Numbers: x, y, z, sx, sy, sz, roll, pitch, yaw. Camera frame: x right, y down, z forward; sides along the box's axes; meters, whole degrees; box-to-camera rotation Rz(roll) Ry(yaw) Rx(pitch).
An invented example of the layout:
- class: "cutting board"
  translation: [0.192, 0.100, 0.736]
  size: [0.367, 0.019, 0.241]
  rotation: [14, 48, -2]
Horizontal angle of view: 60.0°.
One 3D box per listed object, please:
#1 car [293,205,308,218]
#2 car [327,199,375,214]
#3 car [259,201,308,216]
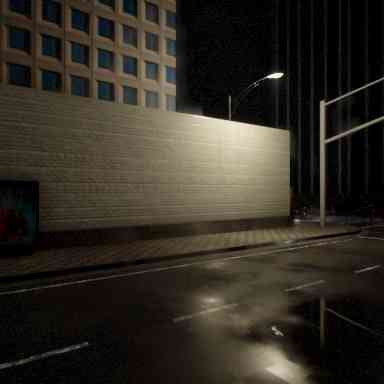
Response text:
- class: "car"
  translation: [8.138, 1.581, 29.990]
  size: [1.812, 1.442, 4.674]
  rotation: [0, 0, -36]
- class: "car"
  translation: [17.055, 1.560, 35.916]
  size: [1.837, 1.490, 4.892]
  rotation: [0, 0, -36]
- class: "car"
  translation: [9.339, 1.656, 34.316]
  size: [1.895, 1.301, 4.718]
  rotation: [0, 0, -36]
